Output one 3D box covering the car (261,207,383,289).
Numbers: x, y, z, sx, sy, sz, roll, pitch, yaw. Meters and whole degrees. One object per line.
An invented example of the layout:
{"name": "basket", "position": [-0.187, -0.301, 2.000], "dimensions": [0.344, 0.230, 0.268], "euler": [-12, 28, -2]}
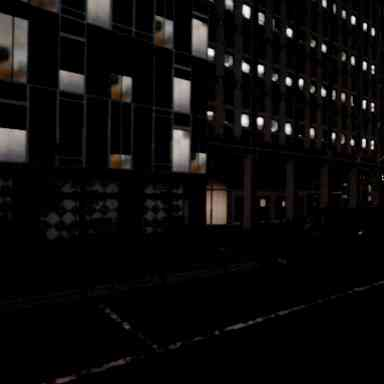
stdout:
{"name": "car", "position": [4.266, 1.399, 9.583], "dimensions": [5.009, 1.841, 2.192], "euler": [1, 0, -35]}
